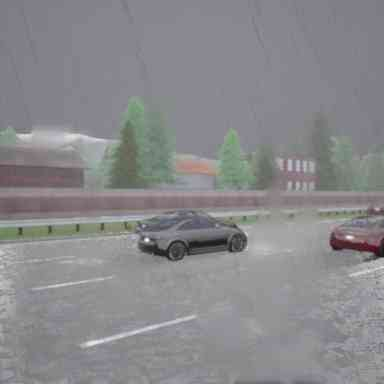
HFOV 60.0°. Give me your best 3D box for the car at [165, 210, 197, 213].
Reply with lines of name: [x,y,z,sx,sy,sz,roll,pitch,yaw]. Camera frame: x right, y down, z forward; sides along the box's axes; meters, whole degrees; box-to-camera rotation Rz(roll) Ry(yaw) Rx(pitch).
car: [-0.163,1.597,16.528,5.357,1.411,2.033,0,0,-35]

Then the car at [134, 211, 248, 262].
car: [0.103,1.603,12.417,4.181,1.385,1.994,0,0,-35]

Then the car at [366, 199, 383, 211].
car: [17.123,1.514,28.854,4.553,1.767,2.097,0,0,-35]

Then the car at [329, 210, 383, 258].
car: [7.393,1.637,13.318,4.181,1.385,1.994,0,0,-35]
